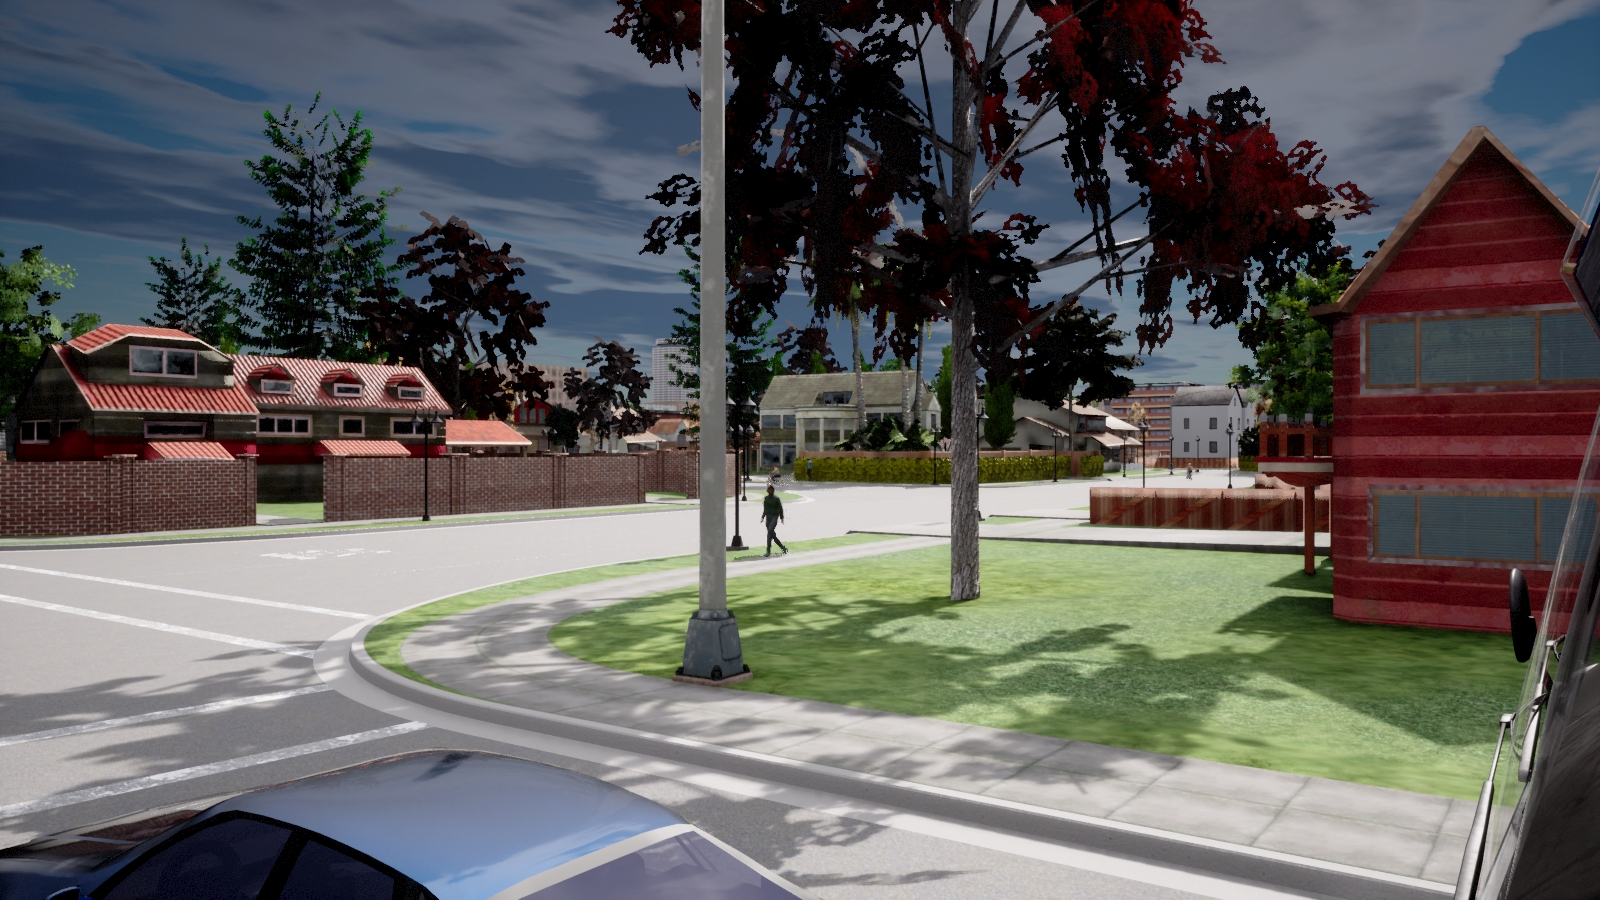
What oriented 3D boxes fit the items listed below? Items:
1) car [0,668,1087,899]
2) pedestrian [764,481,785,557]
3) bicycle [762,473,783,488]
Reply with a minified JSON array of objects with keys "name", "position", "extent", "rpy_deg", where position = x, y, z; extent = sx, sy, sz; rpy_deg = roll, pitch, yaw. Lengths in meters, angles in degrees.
[{"name":"car","position":[-1.713,2.106,4.943],"extent":[5.357,1.411,2.033],"rpy_deg":[0,0,36]},{"name":"pedestrian","position":[-0.638,1.704,28.348],"extent":[0.375,1.860,0.375],"rpy_deg":[0,0,35]},{"name":"bicycle","position":[-2.075,2.256,85.982],"extent":[0.859,1.080,1.487],"rpy_deg":[0,0,34]}]
